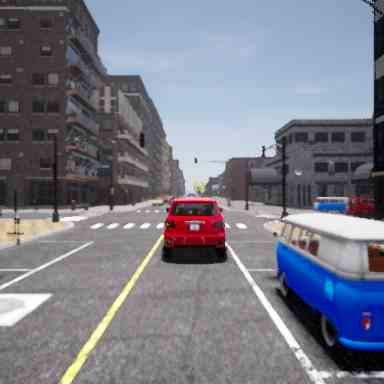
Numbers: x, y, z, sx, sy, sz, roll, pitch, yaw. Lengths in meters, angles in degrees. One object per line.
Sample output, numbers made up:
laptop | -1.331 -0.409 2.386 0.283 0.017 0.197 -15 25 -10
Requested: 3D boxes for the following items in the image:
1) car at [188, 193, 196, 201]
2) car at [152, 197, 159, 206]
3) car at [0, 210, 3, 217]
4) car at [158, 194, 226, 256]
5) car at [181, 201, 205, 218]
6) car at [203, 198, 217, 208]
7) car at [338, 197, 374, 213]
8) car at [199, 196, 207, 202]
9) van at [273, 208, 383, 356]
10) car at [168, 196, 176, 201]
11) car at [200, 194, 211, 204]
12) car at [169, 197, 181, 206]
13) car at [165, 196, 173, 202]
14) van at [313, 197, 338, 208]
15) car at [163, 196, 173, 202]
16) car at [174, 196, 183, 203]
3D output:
car | 0.002 1.275 87.537 2.150 2.045 5.566 0 0 0
car | -5.687 1.608 56.065 1.752 1.417 4.829 0 0 0
car | -17.465 1.553 26.722 4.206 1.307 1.802 0 0 0
car | 0.099 1.234 13.337 2.150 2.045 5.566 0 0 0
car | 0.105 1.590 31.515 2.033 1.411 5.357 0 0 0
car | 2.694 1.597 50.867 1.752 1.417 4.829 0 0 0
car | 14.923 1.377 26.802 5.009 1.841 2.192 0 -1 0
car | 2.694 1.701 83.932 2.008 1.369 4.403 0 0 0
van | 2.661 1.346 5.910 1.690 1.788 3.998 0 0 0
car | -5.687 1.728 95.011 1.887 1.381 4.507 0 0 0
car | 2.694 1.422 67.315 2.192 1.841 5.009 0 0 0
car | -3.042 1.614 58.926 1.812 1.442 4.674 0 0 1
car | -5.687 1.675 83.761 1.752 1.417 4.829 0 0 0
van | 14.900 1.450 35.181 3.998 1.788 1.690 0 -1 0
car | -5.687 1.686 78.392 2.008 1.369 4.403 0 0 0
car | -3.000 1.674 74.903 1.994 1.385 4.181 0 0 0
